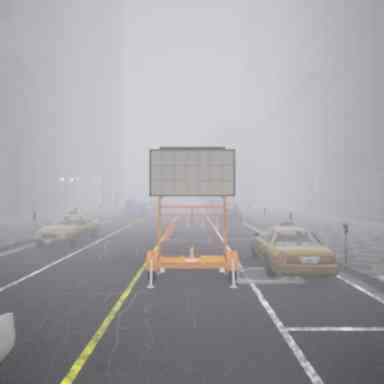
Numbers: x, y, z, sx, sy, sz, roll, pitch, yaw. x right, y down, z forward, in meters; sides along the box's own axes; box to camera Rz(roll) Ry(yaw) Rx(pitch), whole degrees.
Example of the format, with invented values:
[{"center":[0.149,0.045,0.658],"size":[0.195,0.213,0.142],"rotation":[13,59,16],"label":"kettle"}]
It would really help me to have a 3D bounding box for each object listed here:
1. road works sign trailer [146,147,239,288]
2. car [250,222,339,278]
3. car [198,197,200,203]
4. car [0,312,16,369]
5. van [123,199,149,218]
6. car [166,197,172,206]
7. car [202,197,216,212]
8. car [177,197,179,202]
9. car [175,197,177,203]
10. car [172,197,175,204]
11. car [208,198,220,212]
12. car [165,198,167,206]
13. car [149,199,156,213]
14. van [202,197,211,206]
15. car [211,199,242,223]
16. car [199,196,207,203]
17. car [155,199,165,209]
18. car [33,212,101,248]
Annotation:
[{"center":[0.008,0.530,9.409],"size":[2.380,3.560,2.880],"rotation":[0,0,0],"label":"road works sign trailer"},{"center":[2.875,1.597,10.289],"size":[1.752,1.417,4.829],"rotation":[0,0,1],"label":"car"},{"center":[2.922,2.226,77.758],"size":[1.802,1.307,4.206],"rotation":[0,-1,0],"label":"car"},{"center":[-2.998,1.614,1.668],"size":[1.895,1.301,4.718],"rotation":[0,0,0],"label":"car"},{"center":[-5.639,1.574,32.667],"size":[1.690,1.788,3.998],"rotation":[0,0,0],"label":"van"},{"center":[-5.612,2.118,66.498],"size":[1.802,1.307,4.206],"rotation":[0,-1,0],"label":"car"},{"center":[2.895,1.644,43.924],"size":[2.192,1.841,5.009],"rotation":[0,-1,0],"label":"car"},{"center":[-5.590,2.148,94.693],"size":[2.192,1.841,5.009],"rotation":[0,-1,0],"label":"car"},{"center":[-5.600,2.021,83.415],"size":[2.192,1.841,5.009],"rotation":[0,-1,0],"label":"car"},{"center":[-5.604,2.168,77.605],"size":[1.752,1.417,4.829],"rotation":[0,-1,0],"label":"car"},{"center":[2.886,1.673,32.644],"size":[1.967,1.590,4.097],"rotation":[0,0,0],"label":"car"},{"center":[-5.622,1.977,55.220],"size":[1.887,1.381,4.507],"rotation":[0,-1,0],"label":"car"},{"center":[-5.635,1.845,38.304],"size":[1.947,1.339,4.313],"rotation":[0,0,0],"label":"car"},{"center":[2.913,1.877,66.481],"size":[1.690,1.788,3.998],"rotation":[0,-1,0],"label":"van"},{"center":[2.881,1.629,27.006],"size":[1.967,1.590,4.097],"rotation":[0,0,0],"label":"car"},{"center":[2.931,2.084,89.038],"size":[2.192,1.841,5.009],"rotation":[0,-1,0],"label":"car"},{"center":[-5.626,1.820,49.583],"size":[1.967,1.590,4.097],"rotation":[0,-1,0],"label":"car"},{"center":[-5.654,1.633,15.542],"size":[1.752,1.417,4.829],"rotation":[0,0,1],"label":"car"}]
